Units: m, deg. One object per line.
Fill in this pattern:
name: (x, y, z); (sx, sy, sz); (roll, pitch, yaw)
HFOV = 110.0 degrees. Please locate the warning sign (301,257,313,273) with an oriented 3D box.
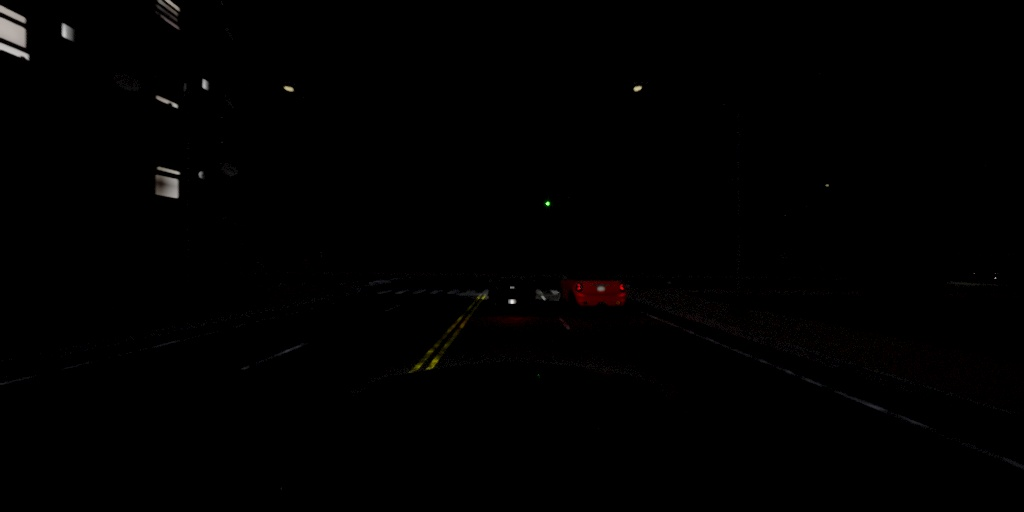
warning sign: (-23.453, 0.999, 40.779); (1.060, 1.860, 1.300); (0, 0, 1)

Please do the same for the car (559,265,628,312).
car: (3.280, 1.240, 15.248); (2.097, 1.767, 4.553); (0, -1, 1)

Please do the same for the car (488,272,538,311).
car: (0.030, 1.398, 15.346); (1.837, 1.490, 4.892); (0, 0, 1)

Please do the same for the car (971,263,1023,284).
car: (50.001, 1.744, 36.049); (5.566, 2.045, 2.150); (1, 0, 2)
